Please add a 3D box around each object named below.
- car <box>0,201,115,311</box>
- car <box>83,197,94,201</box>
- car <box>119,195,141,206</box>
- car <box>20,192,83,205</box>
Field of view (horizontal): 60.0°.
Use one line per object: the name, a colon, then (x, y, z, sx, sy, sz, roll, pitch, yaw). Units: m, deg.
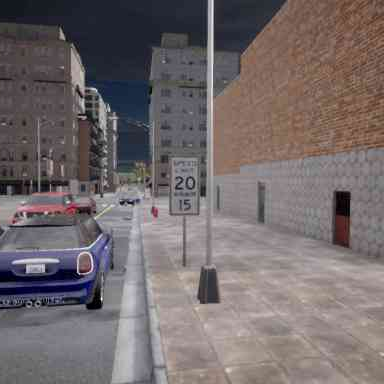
car: (-2.966, 1.278, 7.665, 2.097, 1.767, 4.553, 0, 1, -9)
car: (-9.191, 1.144, 27.894, 1.882, 1.535, 5.008, 0, 1, -9)
car: (-7.928, 1.085, 42.893, 1.895, 1.301, 4.718, 1, 0, 3)
car: (-7.500, 1.020, 17.569, 2.150, 2.045, 5.566, 0, 1, -10)
